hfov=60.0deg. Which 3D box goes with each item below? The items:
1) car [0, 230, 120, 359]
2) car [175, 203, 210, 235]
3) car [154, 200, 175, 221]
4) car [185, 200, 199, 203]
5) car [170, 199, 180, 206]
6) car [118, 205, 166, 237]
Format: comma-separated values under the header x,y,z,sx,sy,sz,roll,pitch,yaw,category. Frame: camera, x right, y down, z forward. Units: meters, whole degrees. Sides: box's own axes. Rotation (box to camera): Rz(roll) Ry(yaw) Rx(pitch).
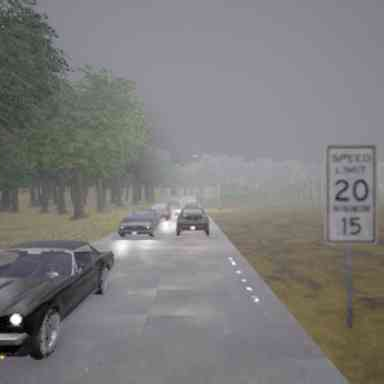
x,y,z,sx,sy,sz,roll,pitch,yaw,category
-2.864,1.651,6.175,1.895,1.301,4.718,0,0,0,car
0.041,1.662,20.082,1.837,1.490,4.892,0,0,0,car
-2.897,1.775,30.426,1.812,1.442,4.674,0,-1,1,car
-0.028,1.853,47.207,2.128,1.511,4.902,0,0,0,car
-2.898,1.812,54.042,1.895,1.301,4.718,0,0,0,car
-2.889,1.705,19.289,2.033,1.411,5.357,0,0,0,car
